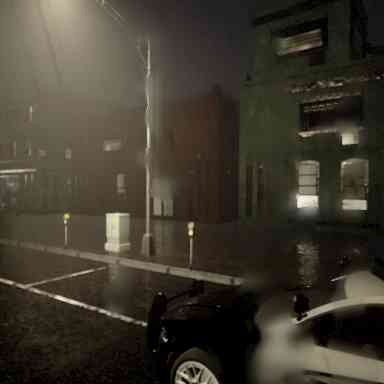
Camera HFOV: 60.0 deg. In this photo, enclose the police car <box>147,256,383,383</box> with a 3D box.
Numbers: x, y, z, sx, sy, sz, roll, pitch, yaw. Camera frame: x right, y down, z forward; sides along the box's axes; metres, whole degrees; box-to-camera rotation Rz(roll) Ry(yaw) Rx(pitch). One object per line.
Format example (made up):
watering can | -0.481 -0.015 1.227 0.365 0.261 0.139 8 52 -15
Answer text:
police car | 1.809 1.425 3.055 5.238 1.638 1.930 0 0 35
